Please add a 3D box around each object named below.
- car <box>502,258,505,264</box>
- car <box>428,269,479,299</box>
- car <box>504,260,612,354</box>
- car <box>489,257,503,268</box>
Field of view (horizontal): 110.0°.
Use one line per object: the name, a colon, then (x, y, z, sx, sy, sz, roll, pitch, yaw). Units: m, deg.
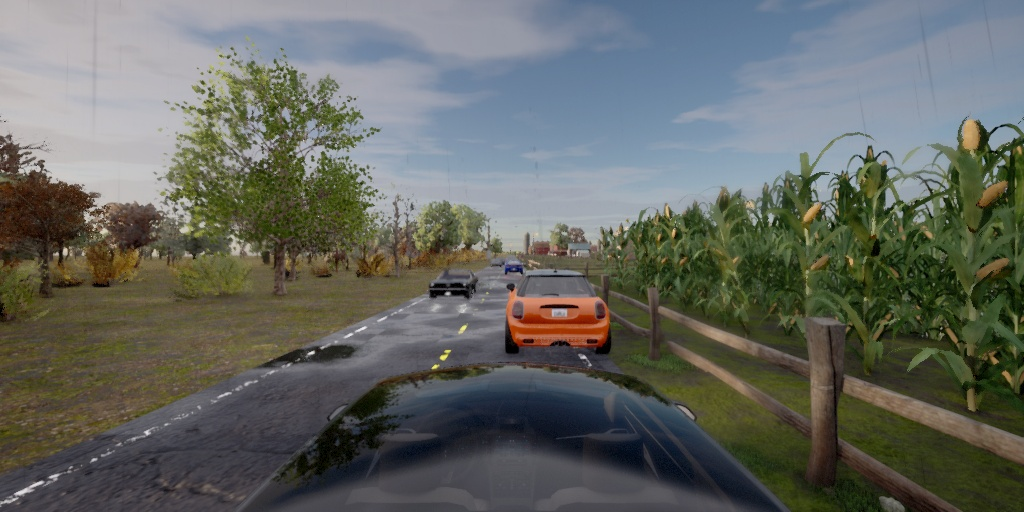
car: (0.212, 1.200, 38.986, 1.882, 1.535, 5.008, 0, 0, 1)
car: (-2.791, 1.344, 17.928, 1.895, 1.301, 4.718, 0, 0, 0)
car: (0.931, 1.100, 8.921, 2.097, 1.767, 4.553, 0, 0, 1)
car: (-2.640, 1.187, 59.137, 1.837, 1.490, 4.892, 0, 0, 0)
